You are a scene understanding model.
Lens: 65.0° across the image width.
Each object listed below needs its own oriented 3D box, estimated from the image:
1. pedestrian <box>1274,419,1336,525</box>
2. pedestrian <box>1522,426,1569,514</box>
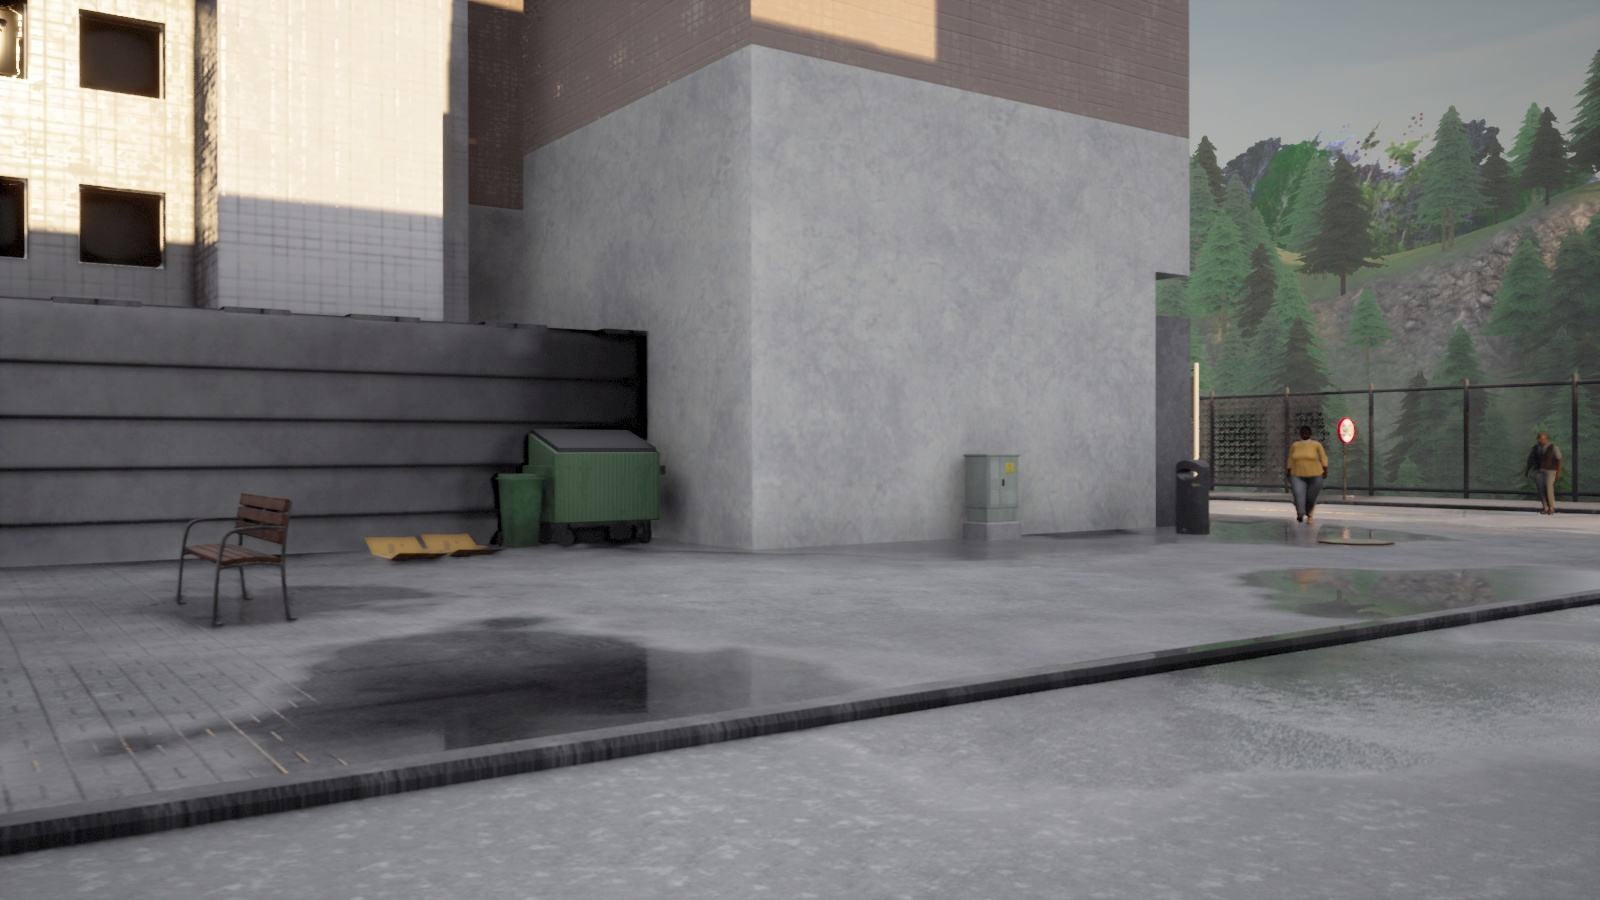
[{"bbox_3d":[9.113,0.390,22.665,0.874,1.855,0.900,0,0,33],"label":"pedestrian"},{"bbox_3d":[16.185,0.425,27.250,0.849,1.883,0.563,0,0,-35],"label":"pedestrian"}]
